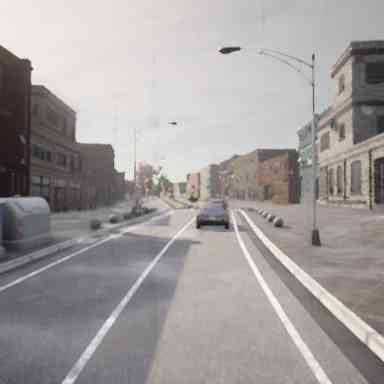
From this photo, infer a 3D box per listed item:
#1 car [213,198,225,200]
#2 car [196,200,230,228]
[{"bbox_3d":[3.112,1.477,38.228,2.128,1.511,4.902,0,-2,6],"label":"car"},{"bbox_3d":[1.337,1.427,20.833,1.994,1.385,4.181,0,0,5],"label":"car"}]
